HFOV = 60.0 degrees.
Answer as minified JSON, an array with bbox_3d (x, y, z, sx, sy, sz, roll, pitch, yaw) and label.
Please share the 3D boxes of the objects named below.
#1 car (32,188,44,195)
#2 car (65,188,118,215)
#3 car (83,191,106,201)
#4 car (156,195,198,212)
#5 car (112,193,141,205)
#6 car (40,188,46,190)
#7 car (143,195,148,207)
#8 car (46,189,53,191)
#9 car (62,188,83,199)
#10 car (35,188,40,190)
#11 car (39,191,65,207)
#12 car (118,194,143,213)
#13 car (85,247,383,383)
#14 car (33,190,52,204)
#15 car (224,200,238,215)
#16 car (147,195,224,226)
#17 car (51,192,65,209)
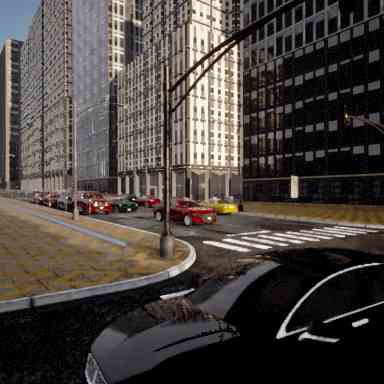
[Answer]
[{"bbox_3d":[-37.974,-0.208,82.140,1.967,1.590,4.097,1,0,-36],"label":"car"},{"bbox_3d":[-8.316,0.841,27.248,2.192,1.841,5.009,1,0,-36],"label":"car"},{"bbox_3d":[-14.800,0.646,50.356,1.947,1.339,4.313,1,0,-36],"label":"car"},{"bbox_3d":[-1.555,1.066,32.193,1.947,1.339,4.313,1,0,-36],"label":"car"},{"bbox_3d":[-8.178,0.856,41.274,1.947,1.339,4.313,1,0,-36],"label":"car"},{"bbox_3d":[-31.355,0.104,73.059,1.887,1.381,4.507,1,0,-36],"label":"car"},{"bbox_3d":[-4.867,0.977,36.734,1.802,1.307,4.206,1,0,-36],"label":"car"},{"bbox_3d":[-28.044,0.214,68.518,2.008,1.369,4.403,1,0,-36],"label":"car"},{"bbox_3d":[-21.416,0.186,59.435,2.192,1.841,5.009,1,0,-36],"label":"car"},{"bbox_3d":[-34.664,-0.104,77.599,1.967,1.590,4.097,1,0,-36],"label":"car"},{"bbox_3d":[-14.942,0.861,36.329,1.887,1.381,4.507,1,0,-36],"label":"car"},{"bbox_3d":[-6.448,1.112,29.055,1.895,1.301,4.718,0,1,-36],"label":"car"},{"bbox_3d":[1.269,1.504,4.011,4.892,1.490,1.837,0,-2,-28],"label":"car"},{"bbox_3d":[-18.254,0.793,40.869,1.802,1.307,4.206,1,0,-36],"label":"car"},{"bbox_3d":[1.725,1.127,27.844,1.752,1.417,4.829,1,0,-36],"label":"car"},{"bbox_3d":[-0.540,1.177,20.942,1.882,1.535,5.008,0,1,-38],"label":"car"},{"bbox_3d":[-11.632,0.987,31.790,1.947,1.339,4.313,1,0,-36],"label":"car"}]
